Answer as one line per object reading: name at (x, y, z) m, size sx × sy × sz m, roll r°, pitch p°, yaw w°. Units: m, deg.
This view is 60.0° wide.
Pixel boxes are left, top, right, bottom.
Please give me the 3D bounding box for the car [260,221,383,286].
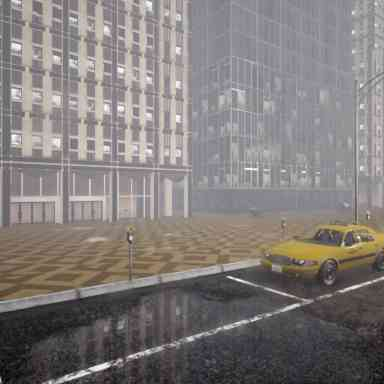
car at (4.002, 1.526, 9.431) m, size 4.829 × 1.417 × 1.752 m, roll 0°, pitch 0°, yaw -36°
